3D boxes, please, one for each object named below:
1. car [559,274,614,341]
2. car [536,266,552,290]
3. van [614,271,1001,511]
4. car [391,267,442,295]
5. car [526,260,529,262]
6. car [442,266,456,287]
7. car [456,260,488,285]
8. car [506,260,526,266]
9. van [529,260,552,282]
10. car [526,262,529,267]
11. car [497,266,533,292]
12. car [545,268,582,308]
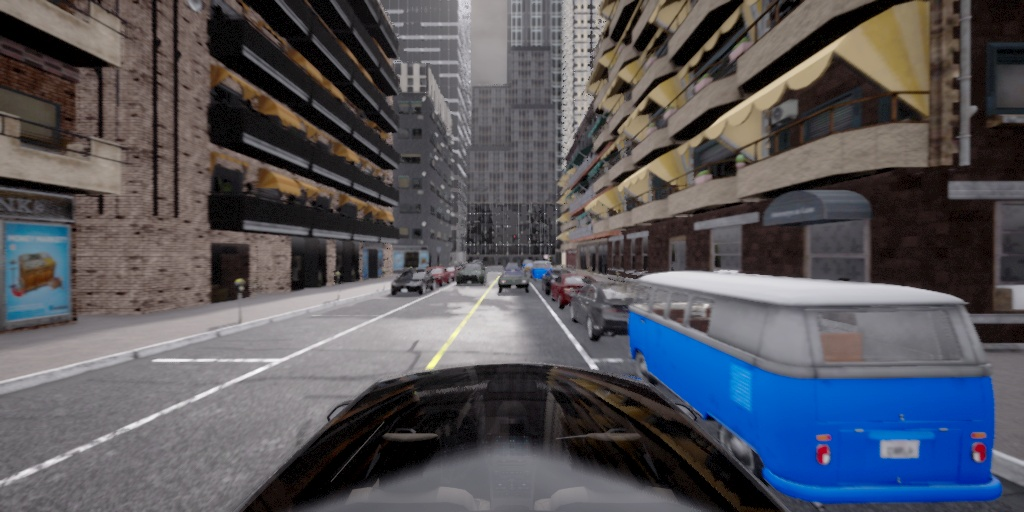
[{"bbox_3d":[2.692,1.366,9.924,2.007,1.370,4.403,0,0,0],"label":"car"},{"bbox_3d":[2.695,1.472,21.128,1.948,1.339,4.313,0,0,0],"label":"car"},{"bbox_3d":[2.690,1.112,4.323,1.690,1.789,3.998,0,0,0],"label":"van"},{"bbox_3d":[-5.686,1.473,21.159,1.948,1.339,4.313,0,0,0],"label":"car"},{"bbox_3d":[2.704,1.707,54.909,1.751,1.417,4.829,0,0,0],"label":"car"},{"bbox_3d":[-5.685,1.498,26.761,1.888,1.381,4.507,0,0,0],"label":"car"},{"bbox_3d":[-3.089,1.316,28.232,2.097,1.767,4.553,0,0,0],"label":"car"},{"bbox_3d":[0.106,1.389,37.319,2.097,1.767,4.553,0,-1,0],"label":"car"},{"bbox_3d":[2.697,1.338,32.331,1.690,1.789,3.998,0,0,0],"label":"van"},{"bbox_3d":[2.699,1.594,37.934,2.007,1.370,4.403,0,0,0],"label":"car"},{"bbox_3d":[0.098,1.520,22.747,1.895,1.301,4.718,0,0,0],"label":"car"},{"bbox_3d":[2.693,1.406,15.526,1.888,1.381,4.507,0,0,0],"label":"car"}]
